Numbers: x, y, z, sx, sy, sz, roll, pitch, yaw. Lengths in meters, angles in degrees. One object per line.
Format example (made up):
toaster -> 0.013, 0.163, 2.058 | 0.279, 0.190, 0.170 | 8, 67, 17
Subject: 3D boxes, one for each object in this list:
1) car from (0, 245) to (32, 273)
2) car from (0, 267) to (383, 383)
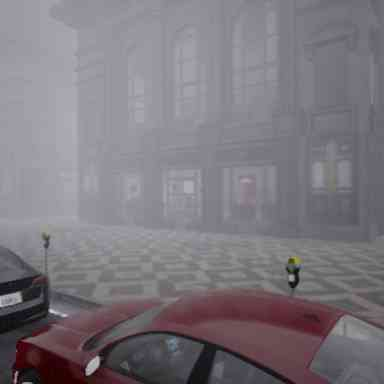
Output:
car -> -4.351, 1.631, 6.071 | 4.313, 1.339, 1.947 | -1, 0, 36
car -> 0.234, 1.557, 2.794 | 4.507, 1.381, 1.887 | -1, 0, 36
